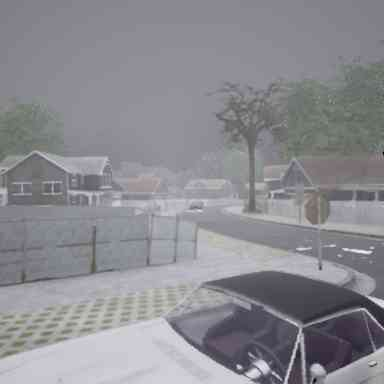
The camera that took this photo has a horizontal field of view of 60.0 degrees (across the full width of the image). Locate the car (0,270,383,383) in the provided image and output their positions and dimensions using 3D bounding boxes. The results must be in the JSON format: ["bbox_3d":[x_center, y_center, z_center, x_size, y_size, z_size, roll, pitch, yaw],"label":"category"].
[{"bbox_3d":[0.584,1.611,3.242,4.718,1.301,1.895,0,0,-34],"label":"car"}]

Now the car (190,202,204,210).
[{"bbox_3d":[0.826,2.290,55.258,1.994,1.385,4.181,-1,-1,8],"label":"car"}]
